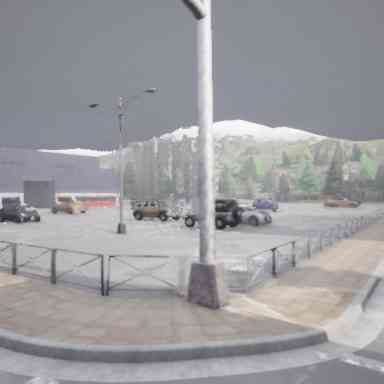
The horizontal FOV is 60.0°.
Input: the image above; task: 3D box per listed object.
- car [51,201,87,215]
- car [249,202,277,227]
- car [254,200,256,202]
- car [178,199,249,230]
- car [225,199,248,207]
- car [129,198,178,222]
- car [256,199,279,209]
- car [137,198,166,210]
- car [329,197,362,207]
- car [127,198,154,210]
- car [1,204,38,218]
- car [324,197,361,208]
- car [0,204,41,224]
[{"bbox_3d":[-15.493,1.970,41.904,5.027,1.636,2.152,-1,-1,35],"label":"car"},{"bbox_3d":[3.816,1.709,24.421,3.806,1.475,1.970,-1,-1,35],"label":"car"},{"bbox_3d":[4.658,1.786,39.045,4.514,1.523,2.007,-1,-1,35],"label":"car"},{"bbox_3d":[1.391,1.436,22.065,3.866,1.878,1.905,-1,-1,35],"label":"car"},{"bbox_3d":[8.437,2.069,63.312,3.806,1.475,1.970,-1,-1,35],"label":"car"},{"bbox_3d":[-3.127,1.599,29.294,4.605,1.855,1.932,-1,-1,35],"label":"car"},{"bbox_3d":[10.470,1.806,47.174,3.633,1.501,1.845,-1,-1,35],"label":"car"},{"bbox_3d":[-6.754,1.920,54.953,4.605,1.855,1.932,-1,-1,35],"label":"car"},{"bbox_3d":[25.350,1.686,54.993,4.514,1.523,2.007,-1,-1,35],"label":"car"},{"bbox_3d":[-8.097,1.892,52.344,3.866,1.878,1.905,-1,-1,35],"label":"car"},{"bbox_3d":[-18.939,2.043,36.480,3.806,1.475,1.970,-1,-1,35],"label":"car"},{"bbox_3d":[23.579,1.676,52.403,5.027,1.636,2.152,-1,-1,35],"label":"car"},{"bbox_3d":[-15.305,1.981,29.416,4.514,1.523,2.007,-1,-1,35],"label":"car"}]
